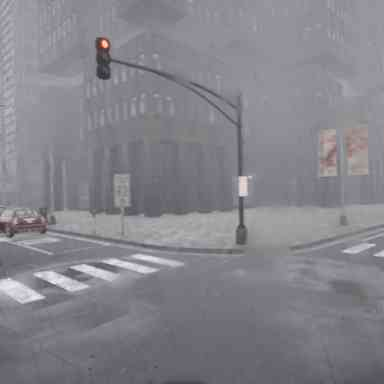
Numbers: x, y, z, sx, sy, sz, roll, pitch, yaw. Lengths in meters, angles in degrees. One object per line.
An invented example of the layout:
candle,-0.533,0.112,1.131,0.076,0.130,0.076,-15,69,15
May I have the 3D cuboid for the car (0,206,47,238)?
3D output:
car,-9.938,1.610,18.994,1.967,1.590,4.097,-2,1,-45
